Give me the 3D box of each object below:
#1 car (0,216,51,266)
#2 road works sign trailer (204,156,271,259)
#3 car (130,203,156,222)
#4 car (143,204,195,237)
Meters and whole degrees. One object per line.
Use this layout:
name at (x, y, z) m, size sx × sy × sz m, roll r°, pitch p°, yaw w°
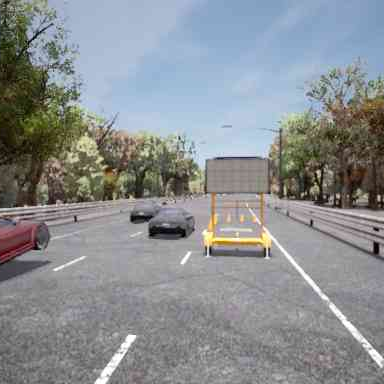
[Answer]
car at (-5.668, 1.304, 8.863) m, size 1.994 × 1.385 × 4.181 m, roll -4°, pitch 7°, yaw 7°
road works sign trailer at (1.727, 0.464, 12.684) m, size 2.380 × 3.560 × 2.880 m, roll 0°, pitch 0°, yaw 8°
car at (-3.465, 1.559, 26.501) m, size 1.994 × 1.385 × 4.181 m, roll 0°, pitch 0°, yaw 7°
car at (-1.014, 1.562, 18.161) m, size 1.994 × 1.385 × 4.181 m, roll 0°, pitch 0°, yaw 7°
